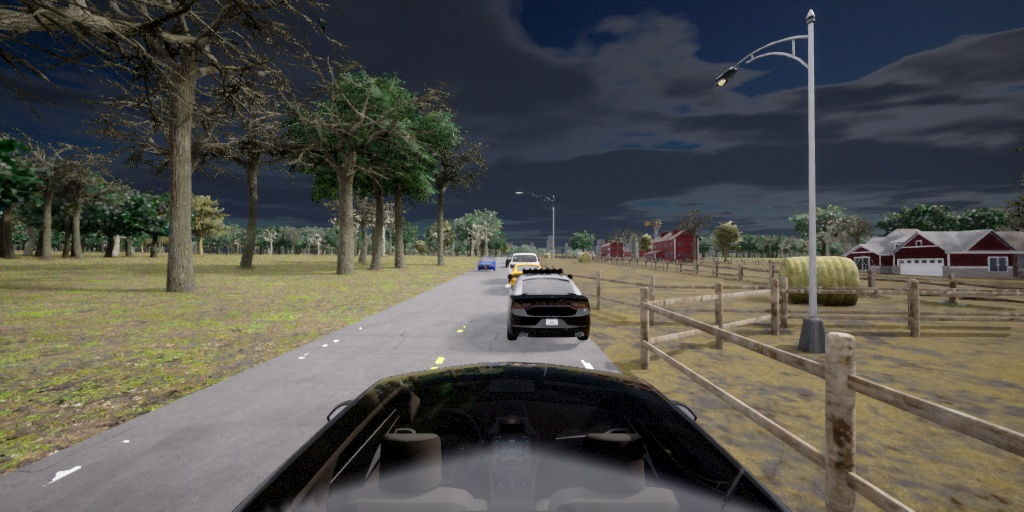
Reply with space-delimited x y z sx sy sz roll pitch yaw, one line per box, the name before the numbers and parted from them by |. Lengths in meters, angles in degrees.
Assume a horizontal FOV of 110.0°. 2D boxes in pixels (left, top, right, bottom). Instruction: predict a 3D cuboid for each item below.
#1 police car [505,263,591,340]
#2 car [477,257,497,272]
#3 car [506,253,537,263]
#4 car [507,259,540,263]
police car | 0.832 1.156 10.019 1.930 1.638 5.238 0 0 0
car | -2.718 0.887 39.451 1.882 1.535 5.008 0 1 0
car | 0.846 0.810 25.941 2.150 2.045 5.566 0 1 0
car | 0.840 1.134 19.910 1.882 1.535 5.008 0 1 0
